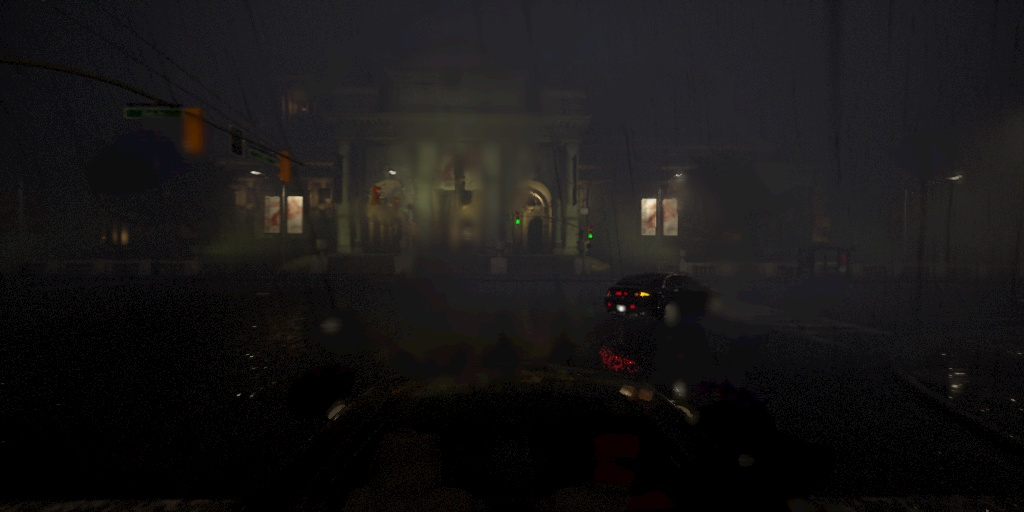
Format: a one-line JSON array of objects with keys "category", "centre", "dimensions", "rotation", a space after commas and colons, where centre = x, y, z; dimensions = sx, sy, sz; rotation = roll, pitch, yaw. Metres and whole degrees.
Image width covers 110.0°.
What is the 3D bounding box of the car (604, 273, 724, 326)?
[{"category": "car", "centre": [5.125, 1.282, 11.876], "dimensions": [4.892, 1.490, 1.837], "rotation": [0, -2, -37]}]
